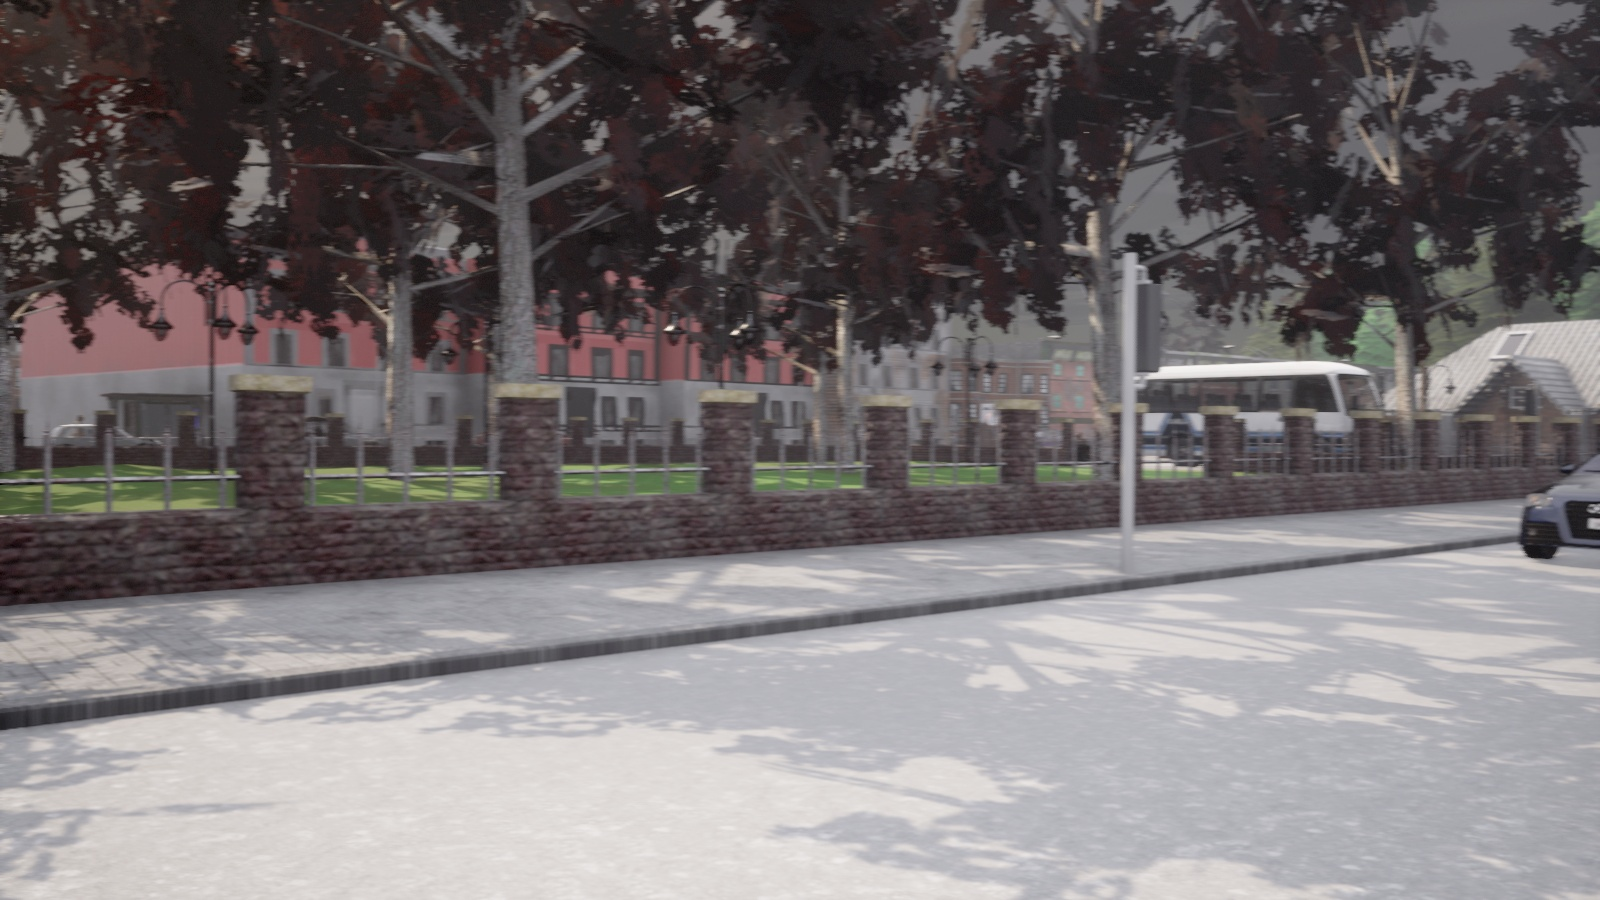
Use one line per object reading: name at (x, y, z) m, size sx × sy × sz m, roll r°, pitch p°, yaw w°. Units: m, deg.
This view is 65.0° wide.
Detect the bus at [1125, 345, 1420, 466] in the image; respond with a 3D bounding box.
bus at (18.401, -1.640, 49.705) m, size 3.944 × 4.253 × 10.273 m, roll -1°, pitch 1°, yaw -40°

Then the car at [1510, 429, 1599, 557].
car at (10.412, 0.442, 15.069) m, size 4.181 × 1.385 × 1.994 m, roll -1°, pitch 1°, yaw -41°

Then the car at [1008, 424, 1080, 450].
car at (16.217, -0.852, 83.399) m, size 4.856 × 1.649 × 2.033 m, roll -1°, pitch 1°, yaw -39°

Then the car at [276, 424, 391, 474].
car at (-18.511, -0.082, 49.874) m, size 3.866 × 1.878 × 1.905 m, roll -1°, pitch 1°, yaw -39°

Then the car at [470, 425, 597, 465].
car at (-11.717, -0.260, 55.440) m, size 5.027 × 1.651 × 2.152 m, roll -1°, pitch 1°, yaw -38°

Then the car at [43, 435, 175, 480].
car at (-24.663, 0.233, 44.852) m, size 3.806 × 1.475 × 1.970 m, roll -1°, pitch 1°, yaw -39°

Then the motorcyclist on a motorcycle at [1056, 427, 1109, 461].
motorcyclist on a motorcycle at (12.742, -0.281, 56.686) m, size 0.866 × 1.530 × 2.191 m, roll -1°, pitch 1°, yaw -41°
